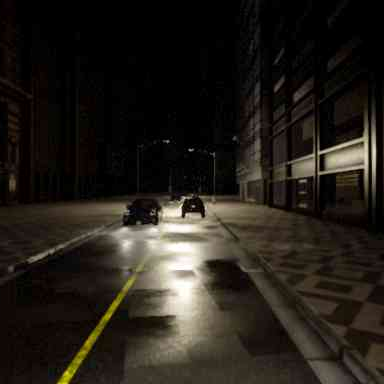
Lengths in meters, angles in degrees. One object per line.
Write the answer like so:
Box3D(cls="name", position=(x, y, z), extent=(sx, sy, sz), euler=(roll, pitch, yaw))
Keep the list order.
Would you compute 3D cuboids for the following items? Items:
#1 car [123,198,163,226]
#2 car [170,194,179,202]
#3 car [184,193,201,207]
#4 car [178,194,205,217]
Box3D(cls="car", position=(-3.096, 1.198, 21.634), extent=(2.097, 1.767, 4.553), euler=(0, 0, 0))
Box3D(cls="car", position=(-3.008, 1.096, 62.604), extent=(2.033, 1.411, 5.357), euler=(0, 0, 0))
Box3D(cls="car", position=(0.094, 1.032, 44.806), extent=(2.097, 1.767, 4.553), euler=(0, 0, 0))
Box3D(cls="car", position=(0.103, 1.224, 28.843), extent=(2.033, 1.649, 4.856), euler=(0, 0, 0))
